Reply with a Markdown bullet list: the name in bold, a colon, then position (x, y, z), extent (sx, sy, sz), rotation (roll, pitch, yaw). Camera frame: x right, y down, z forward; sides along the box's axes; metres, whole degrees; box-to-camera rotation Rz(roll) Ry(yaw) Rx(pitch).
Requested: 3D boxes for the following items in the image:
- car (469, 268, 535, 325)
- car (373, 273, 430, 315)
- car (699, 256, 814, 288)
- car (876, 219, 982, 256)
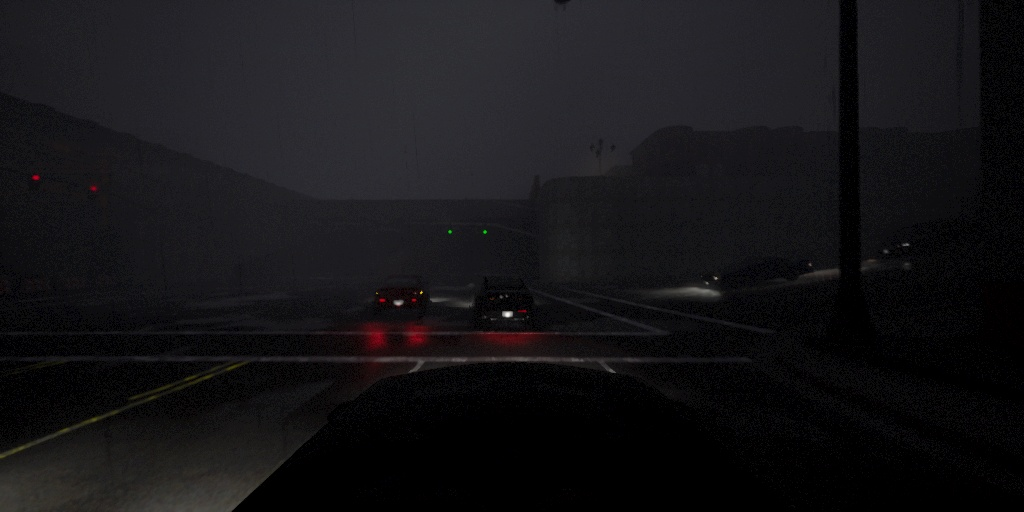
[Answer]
- **car**: position (-0.437, 1.379, 12.533), extent (1.837, 1.490, 4.892), rotation (1, 0, -7)
- **car**: position (-4.278, 1.393, 14.209), extent (1.812, 1.442, 4.674), rotation (1, 0, -12)
- **car**: position (13.134, 0.761, 19.413), extent (5.357, 1.411, 2.033), rotation (-7, 0, 0)
- **car**: position (22.631, -1.060, 19.494), extent (4.902, 1.511, 2.128), rotation (-13, 0, 0)
